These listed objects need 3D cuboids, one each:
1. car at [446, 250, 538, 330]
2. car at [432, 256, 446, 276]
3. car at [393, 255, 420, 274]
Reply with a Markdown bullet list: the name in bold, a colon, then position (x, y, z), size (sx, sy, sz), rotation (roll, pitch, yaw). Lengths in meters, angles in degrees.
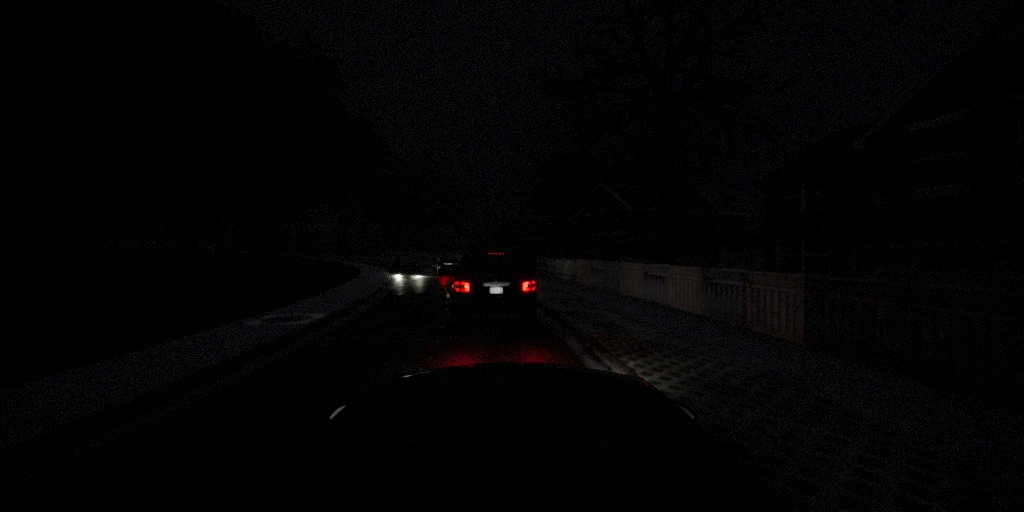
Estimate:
- **car**: position (-0.658, 0.840, 10.857), size (2.150, 2.045, 5.566), rotation (0, 1, -7)
- **car**: position (-5.497, 0.761, 29.947), size (2.128, 1.511, 4.902), rotation (0, 1, -20)
- **car**: position (-9.493, 0.678, 31.994), size (1.882, 1.535, 5.008), rotation (0, 1, -24)
